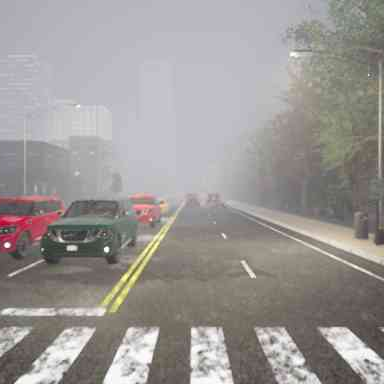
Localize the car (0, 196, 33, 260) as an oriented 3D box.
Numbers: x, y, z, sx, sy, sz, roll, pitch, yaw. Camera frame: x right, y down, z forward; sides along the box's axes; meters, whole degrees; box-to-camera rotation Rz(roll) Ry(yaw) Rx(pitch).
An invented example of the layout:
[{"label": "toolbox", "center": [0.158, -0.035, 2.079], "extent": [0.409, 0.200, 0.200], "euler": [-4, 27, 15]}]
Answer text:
[{"label": "car", "center": [-6.596, 1.206, 12.786], "extent": [2.150, 2.045, 5.566], "euler": [0, 0, 0]}]

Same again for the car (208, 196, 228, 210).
[{"label": "car", "center": [3.364, 1.546, 42.293], "extent": [1.895, 1.301, 4.718], "euler": [0, 0, 0]}]

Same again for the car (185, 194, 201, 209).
[{"label": "car", "center": [0.114, 1.422, 43.330], "extent": [1.882, 1.535, 5.008], "euler": [0, 0, 0]}]

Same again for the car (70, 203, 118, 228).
[{"label": "car", "center": [-6.580, 1.535, 22.880], "extent": [1.994, 1.385, 4.181], "euler": [0, 0, 1]}]

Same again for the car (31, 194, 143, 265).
[{"label": "car", "center": [-3.348, 1.206, 12.035], "extent": [2.150, 2.045, 5.566], "euler": [0, 0, 0]}]

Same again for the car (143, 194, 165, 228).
[{"label": "car", "center": [-3.334, 1.193, 22.435], "extent": [2.150, 2.045, 5.566], "euler": [0, 0, 1]}]

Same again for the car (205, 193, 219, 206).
[{"label": "car", "center": [3.266, 1.153, 52.273], "extent": [2.150, 2.045, 5.566], "euler": [0, 0, 0]}]

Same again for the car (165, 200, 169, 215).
[{"label": "car", "center": [-3.335, 1.435, 32.965], "extent": [1.882, 1.535, 5.008], "euler": [0, 0, 0]}]
